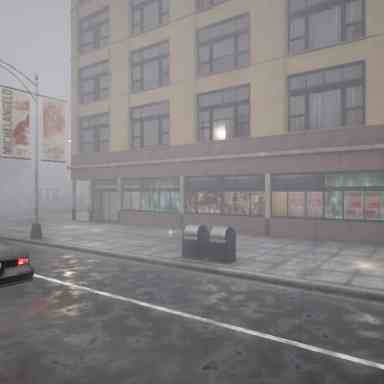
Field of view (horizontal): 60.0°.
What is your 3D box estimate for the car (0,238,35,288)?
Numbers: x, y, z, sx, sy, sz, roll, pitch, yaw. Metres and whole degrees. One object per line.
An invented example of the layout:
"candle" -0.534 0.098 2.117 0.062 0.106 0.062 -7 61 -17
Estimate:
"car" -6.030 1.547 8.165 5.357 1.411 2.033 0 0 35
